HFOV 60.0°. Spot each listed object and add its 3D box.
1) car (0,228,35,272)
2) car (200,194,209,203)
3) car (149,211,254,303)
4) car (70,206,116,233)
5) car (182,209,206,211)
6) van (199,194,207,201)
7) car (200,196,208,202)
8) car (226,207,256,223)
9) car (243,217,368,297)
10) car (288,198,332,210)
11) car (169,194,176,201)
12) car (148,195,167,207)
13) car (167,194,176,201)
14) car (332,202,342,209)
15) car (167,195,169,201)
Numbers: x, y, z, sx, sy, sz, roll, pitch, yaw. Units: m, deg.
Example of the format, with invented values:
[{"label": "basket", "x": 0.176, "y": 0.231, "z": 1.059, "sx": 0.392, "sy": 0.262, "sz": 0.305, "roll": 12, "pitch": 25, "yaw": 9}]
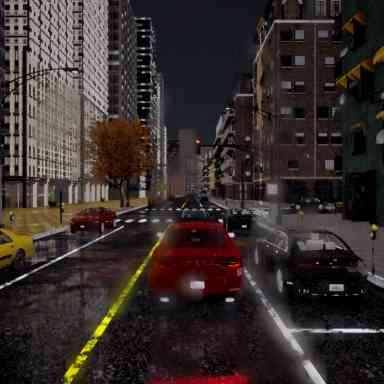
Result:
[{"label": "car", "x": -5.681, "y": 1.526, "z": 8.230, "sx": 1.752, "sy": 1.417, "sz": 4.829, "roll": 0, "pitch": 0, "yaw": 0}, {"label": "car", "x": 2.782, "y": 1.630, "z": 73.934, "sx": 1.947, "sy": 1.339, "sz": 4.313, "roll": 0, "pitch": 0, "yaw": 0}, {"label": "car", "x": 0.102, "y": 1.478, "z": 8.294, "sx": 1.882, "sy": 1.535, "sz": 5.008, "roll": 0, "pitch": 0, "yaw": 0}, {"label": "car", "x": -5.667, "y": 1.549, "z": 19.466, "sx": 1.887, "sy": 1.381, "sz": 4.507, "roll": 0, "pitch": 0, "yaw": 0}, {"label": "car", "x": 0.110, "y": 1.605, "z": 18.385, "sx": 1.895, "sy": 1.301, "sz": 4.718, "roll": 0, "pitch": 0, "yaw": 0}, {"label": "van", "x": 2.796, "y": 1.425, "z": 84.981, "sx": 1.690, "sy": 1.788, "sz": 3.998, "roll": 0, "pitch": 0, "yaw": 0}, {"label": "car", "x": 2.789, "y": 1.599, "z": 79.627, "sx": 1.752, "sy": 1.417, "sz": 4.829, "roll": 0, "pitch": 0, "yaw": 0}, {"label": "car", "x": 2.713, "y": 1.555, "z": 19.455, "sx": 2.008, "sy": 1.369, "sz": 4.403, "roll": 0, "pitch": 0, "yaw": 0}, {"label": "car", "x": 2.700, "y": 1.552, "z": 8.389, "sx": 2.008, "sy": 1.369, "sz": 4.403, "roll": 0, "pitch": 0, "yaw": 0}, {"label": "car", "x": 13.475, "y": 1.359, "z": 38.848, "sx": 4.403, "sy": 1.369, "sz": 2.008, "roll": -1, "pitch": 1, "yaw": 0}, {"label": "car", "x": -5.585, "y": 1.649, "z": 84.992, "sx": 1.947, "sy": 1.339, "sz": 4.313, "roll": 0, "pitch": 0, "yaw": 0}, {"label": "car", "x": -5.627, "y": 1.349, "z": 51.854, "sx": 2.192, "sy": 1.841, "sz": 5.009, "roll": 0, "pitch": 0, "yaw": 0}, {"label": "car", "x": -5.578, "y": 1.410, "z": 90.514, "sx": 2.192, "sy": 1.841, "sz": 5.009, "roll": 0, "pitch": 0, "yaw": 0}, {"label": "car", "x": 18.871, "y": 1.259, "z": 38.895, "sx": 4.829, "sy": 1.417, "sz": 1.752, "roll": -1, "pitch": 1, "yaw": 0}, {"label": "car", "x": -5.619, "y": 1.607, "z": 57.377, "sx": 1.947, "sy": 1.339, "sz": 4.313, "roll": 0, "pitch": 0, "yaw": 0}]
